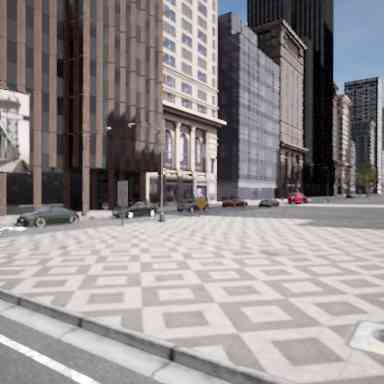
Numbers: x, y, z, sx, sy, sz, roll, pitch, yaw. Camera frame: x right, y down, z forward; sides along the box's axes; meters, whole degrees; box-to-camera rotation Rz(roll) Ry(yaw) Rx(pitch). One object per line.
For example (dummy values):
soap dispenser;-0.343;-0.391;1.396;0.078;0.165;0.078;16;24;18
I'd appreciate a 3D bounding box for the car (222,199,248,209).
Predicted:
car;6.086;1.650;47.242;1.895;1.301;4.718;0;0;36

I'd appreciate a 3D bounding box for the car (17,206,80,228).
car;-10.331;1.724;24.118;1.994;1.385;4.181;0;0;35

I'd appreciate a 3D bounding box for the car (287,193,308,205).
car;19.127;1.212;60.228;2.150;2.045;5.566;0;0;36

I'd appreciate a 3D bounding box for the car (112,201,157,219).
car;-5.320;1.631;31.195;1.837;1.490;4.892;0;0;35

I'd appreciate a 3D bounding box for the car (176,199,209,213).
car;0.127;1.595;38.888;1.837;1.490;4.892;0;0;35

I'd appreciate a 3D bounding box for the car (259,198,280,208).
car;11.555;1.610;49.512;1.994;1.385;4.181;0;0;35

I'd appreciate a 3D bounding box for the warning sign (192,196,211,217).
warning sign;0.870;1.265;29.877;1.300;1.860;1.060;0;0;35
